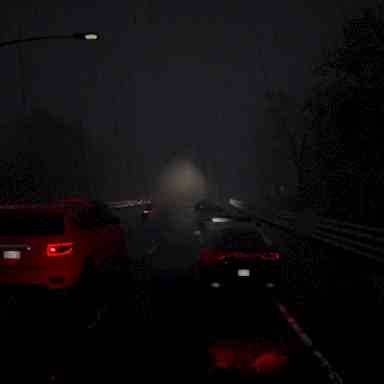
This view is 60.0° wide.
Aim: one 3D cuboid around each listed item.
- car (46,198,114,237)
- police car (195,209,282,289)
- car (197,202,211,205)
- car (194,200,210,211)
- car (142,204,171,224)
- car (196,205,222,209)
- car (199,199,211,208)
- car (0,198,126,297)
[{"bbox_3d":[-6.596,1.396,20.401,2.150,2.045,5.566,0,0,2],"label":"car"},{"bbox_3d":[1.118,1.506,9.527,1.930,1.638,5.238,0,0,1],"label":"police car"},{"bbox_3d":[1.487,1.724,25.211,1.837,1.490,4.892,0,-1,2],"label":"car"},{"bbox_3d":[1.385,1.970,45.619,1.994,1.385,4.181,0,-1,4],"label":"car"},{"bbox_3d":[-2.870,1.727,27.254,2.128,1.511,4.902,0,-1,2],"label":"car"},{"bbox_3d":[1.310,1.692,19.289,1.812,1.442,4.674,0,-1,1],"label":"car"},{"bbox_3d":[2.486,2.108,61.595,2.033,1.411,5.357,0,-1,5],"label":"car"},{"bbox_3d":[-3.326,1.296,8.908,2.150,2.045,5.566,0,-1,1],"label":"car"}]
